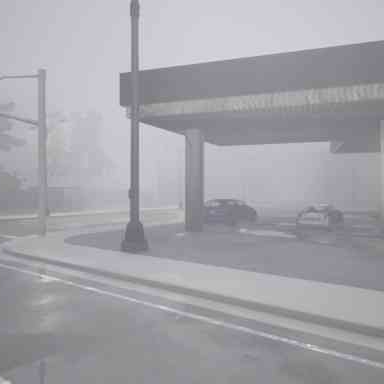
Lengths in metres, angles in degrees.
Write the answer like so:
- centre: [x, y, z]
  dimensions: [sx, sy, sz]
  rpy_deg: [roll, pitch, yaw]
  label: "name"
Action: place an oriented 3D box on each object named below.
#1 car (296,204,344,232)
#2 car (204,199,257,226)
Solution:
- centre: [7.698, 1.456, 19.805]
  dimensions: [1.970, 1.475, 3.806]
  rpy_deg: [0, 0, 37]
  label: "car"
- centre: [2.624, 1.295, 22.607]
  dimensions: [2.242, 1.667, 4.611]
  rpy_deg: [0, 0, 37]
  label: "car"
